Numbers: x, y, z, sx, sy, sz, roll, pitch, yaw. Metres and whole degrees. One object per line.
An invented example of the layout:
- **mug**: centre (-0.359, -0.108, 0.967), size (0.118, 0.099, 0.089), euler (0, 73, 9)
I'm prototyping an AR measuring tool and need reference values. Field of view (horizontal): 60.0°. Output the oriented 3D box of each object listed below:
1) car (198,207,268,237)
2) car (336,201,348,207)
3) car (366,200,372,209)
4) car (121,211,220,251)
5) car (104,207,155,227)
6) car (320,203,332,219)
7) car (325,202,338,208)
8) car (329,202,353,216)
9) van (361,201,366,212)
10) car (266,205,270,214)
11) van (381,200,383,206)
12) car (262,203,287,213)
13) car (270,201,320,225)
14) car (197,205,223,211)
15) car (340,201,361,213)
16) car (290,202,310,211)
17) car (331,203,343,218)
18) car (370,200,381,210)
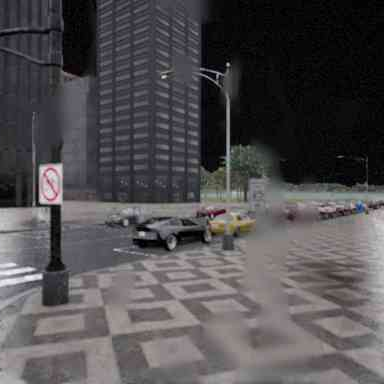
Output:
- **car**: centre (2.578, 1.808, 19.772), size (1.752, 1.417, 4.829), euler (-1, -1, 35)
- **car**: centre (38.097, 3.008, 84.346), size (2.008, 1.369, 4.403), euler (-1, -1, 35)
- **car**: centre (28.670, 2.577, 56.412), size (2.008, 1.369, 4.403), euler (-1, -2, 35)
- **car**: centre (-0.793, 1.759, 15.036), size (1.947, 1.339, 4.313), euler (-1, -1, 35)
- **car**: centre (-4.459, 1.811, 24.584), size (2.008, 1.369, 4.403), euler (-1, -1, 35)
- **car**: centre (12.300, 2.098, 33.425), size (1.887, 1.381, 4.507), euler (-1, -2, 35)
- **car**: centre (31.550, 2.861, 75.151), size (1.802, 1.307, 4.206), euler (-1, -1, 35)
- **car**: centre (18.848, 2.289, 42.619), size (1.887, 1.381, 4.507), euler (-1, -2, 35)
- **van**: centre (25.395, 2.274, 51.818), size (1.690, 1.788, 3.998), euler (-1, -2, 35)
- **car**: centre (8.634, 2.179, 42.972), size (2.008, 1.369, 4.403), euler (-1, -2, 35)
- **van**: centre (38.492, 2.640, 70.209), size (1.690, 1.788, 3.998), euler (-1, -1, 35)
- **car**: centre (11.907, 2.275, 47.569), size (2.008, 1.369, 4.403), euler (-1, -2, 35)
- **car**: centre (9.026, 1.776, 28.833), size (2.192, 1.841, 5.009), euler (-1, -2, 35)
- **car**: centre (2.087, 1.986, 33.779), size (1.887, 1.381, 4.507), euler (-1, -1, 35)
- **car**: centre (22.122, 2.279, 47.219), size (1.967, 1.590, 4.097), euler (-1, -2, 35)
- **car**: centre (18.455, 2.464, 56.763), size (2.008, 1.369, 4.403), euler (-1, -2, 35)
- **car**: centre (15.578, 2.230, 38.027), size (1.802, 1.307, 4.206), euler (-1, -2, 36)
- **car**: centre (35.218, 2.524, 65.612), size (2.192, 1.841, 5.009), euler (-1, -1, 35)
